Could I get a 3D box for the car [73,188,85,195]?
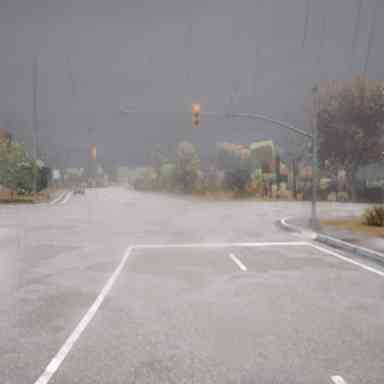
[{"bbox_3d":[-21.171,-0.137,62.399,1.994,1.385,4.181,-1,2,-19],"label":"car"}]
